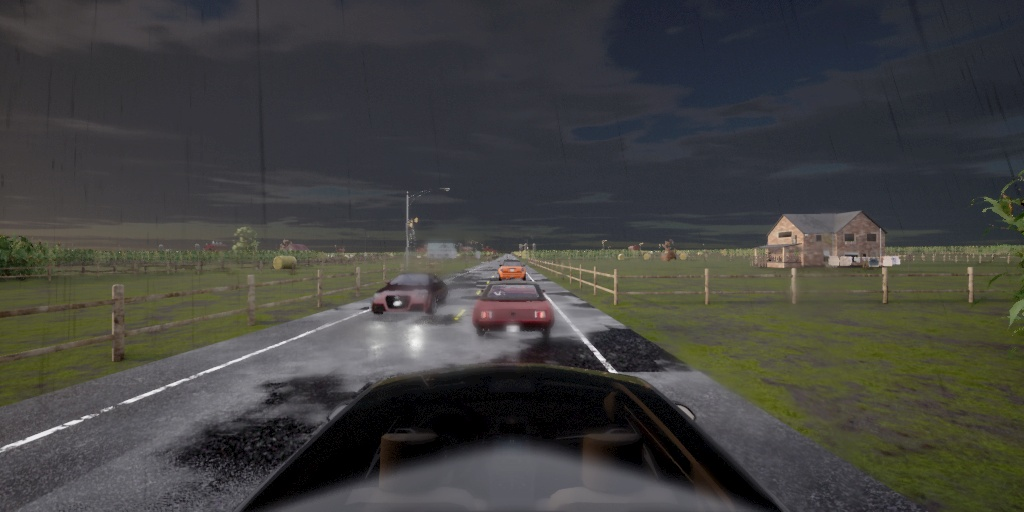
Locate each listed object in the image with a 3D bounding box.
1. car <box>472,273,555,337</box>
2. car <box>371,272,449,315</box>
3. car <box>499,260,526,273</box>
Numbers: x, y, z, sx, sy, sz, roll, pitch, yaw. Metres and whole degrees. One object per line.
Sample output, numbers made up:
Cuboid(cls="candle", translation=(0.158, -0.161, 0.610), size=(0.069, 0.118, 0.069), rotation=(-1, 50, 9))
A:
Cuboid(cls="car", translation=(0.044, 1.350, 10.287), size=(1.895, 1.301, 4.718), rotation=(0, 0, 0))
Cuboid(cls="car", translation=(-3.624, 1.312, 13.375), size=(1.994, 1.385, 4.181), rotation=(0, 0, 0))
Cuboid(cls="car", translation=(0.018, 1.090, 29.060), size=(2.097, 1.767, 4.553), rotation=(0, 0, 0))
